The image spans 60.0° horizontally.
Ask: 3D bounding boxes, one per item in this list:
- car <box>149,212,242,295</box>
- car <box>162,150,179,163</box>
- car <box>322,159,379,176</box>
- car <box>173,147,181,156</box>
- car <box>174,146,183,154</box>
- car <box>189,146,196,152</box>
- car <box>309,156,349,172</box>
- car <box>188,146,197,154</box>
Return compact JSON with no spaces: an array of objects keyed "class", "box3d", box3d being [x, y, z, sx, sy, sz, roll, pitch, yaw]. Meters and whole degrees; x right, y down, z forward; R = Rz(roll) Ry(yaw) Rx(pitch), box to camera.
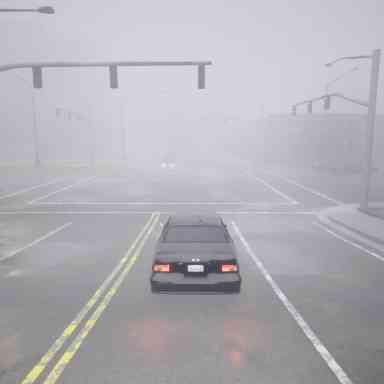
[{"class":"car","box3d":[0.080,1.217,8.409,2.033,1.411,5.357,0,4,0]},{"class":"car","box3d":[-3.560,-5.307,51.535,2.033,1.411,5.357,0,9,0]},{"class":"car","box3d":[16.272,-2.387,33.919,4.718,1.301,1.895,0,9,-1]},{"class":"car","box3d":[-3.524,-6.892,61.013,1.837,1.490,4.892,0,9,0]},{"class":"car","box3d":[-3.450,-8.516,71.208,2.033,1.411,5.357,0,9,0]},{"class":"car","box3d":[0.064,-11.807,91.155,1.994,1.385,4.181,0,9,0]},{"class":"car","box3d":[15.580,-3.195,37.333,4.553,1.767,2.097,0,9,0]},{"class":"car","box3d":[0.057,-10.321,81.097,2.097,1.767,4.553,0,9,0]}]
